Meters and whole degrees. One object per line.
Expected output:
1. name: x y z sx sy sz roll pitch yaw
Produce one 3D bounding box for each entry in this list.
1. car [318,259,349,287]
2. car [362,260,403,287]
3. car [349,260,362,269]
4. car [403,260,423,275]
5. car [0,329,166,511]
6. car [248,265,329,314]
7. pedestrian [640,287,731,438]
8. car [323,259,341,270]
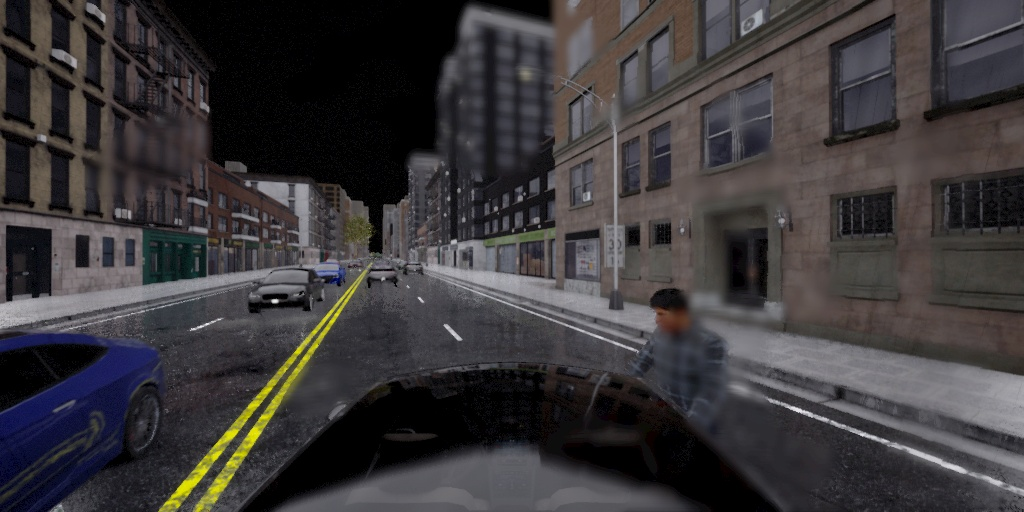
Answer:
1. car: -12.517 1.214 24.453 1.882 1.535 5.008 0 0 -21
2. car: -8.912 1.227 24.633 2.128 1.511 4.902 0 0 -21
3. car: -24.054 1.255 55.221 1.994 1.385 4.181 0 0 -20
4. car: -10.640 1.210 38.366 2.128 1.511 4.902 0 0 -20
5. car: -3.971 1.277 2.038 1.812 1.442 4.674 0 0 -23
6. car: -8.616 1.252 14.026 1.837 1.490 4.892 0 0 -21
7. pedestrian: 1.085 1.062 2.172 0.375 1.860 0.375 -1 0 -16
8. car: -27.040 1.170 53.928 1.882 1.535 5.008 0 0 -20
